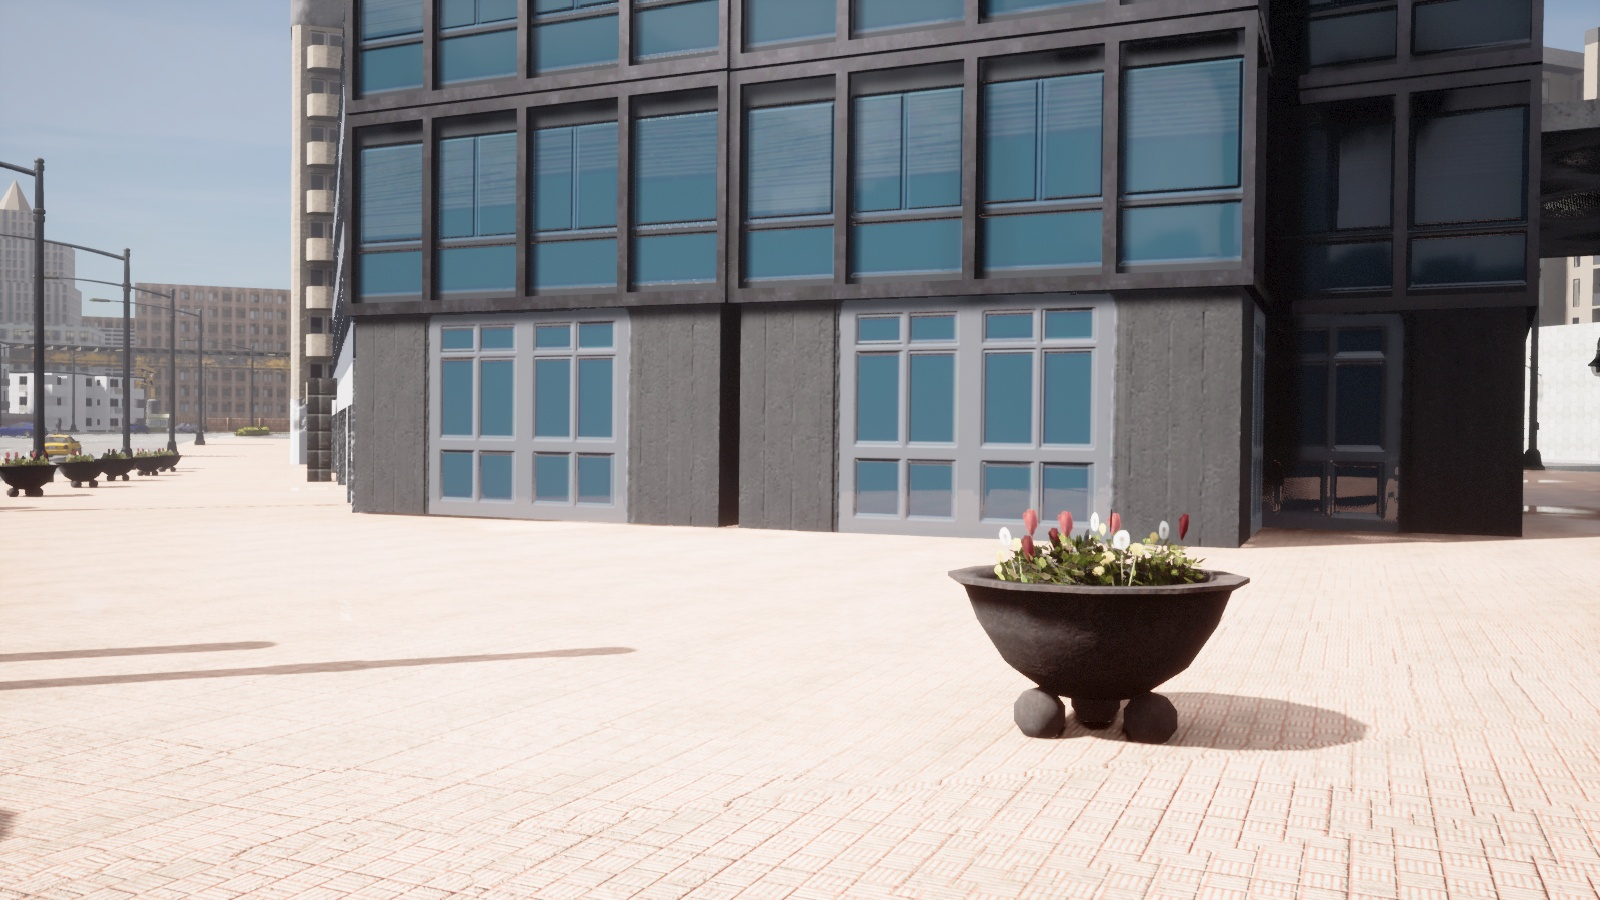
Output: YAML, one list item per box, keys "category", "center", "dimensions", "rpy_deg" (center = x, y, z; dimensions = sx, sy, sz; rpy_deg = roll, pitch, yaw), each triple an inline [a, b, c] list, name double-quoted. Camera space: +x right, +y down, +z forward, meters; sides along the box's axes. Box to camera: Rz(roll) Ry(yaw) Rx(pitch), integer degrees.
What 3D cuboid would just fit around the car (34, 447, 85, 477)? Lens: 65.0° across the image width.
- category: "car"
  center: [-44.904, 0.705, 76.212]
  dimensions: [1.801, 1.575, 5.366]
  rpy_deg: [-1, 2, -21]
